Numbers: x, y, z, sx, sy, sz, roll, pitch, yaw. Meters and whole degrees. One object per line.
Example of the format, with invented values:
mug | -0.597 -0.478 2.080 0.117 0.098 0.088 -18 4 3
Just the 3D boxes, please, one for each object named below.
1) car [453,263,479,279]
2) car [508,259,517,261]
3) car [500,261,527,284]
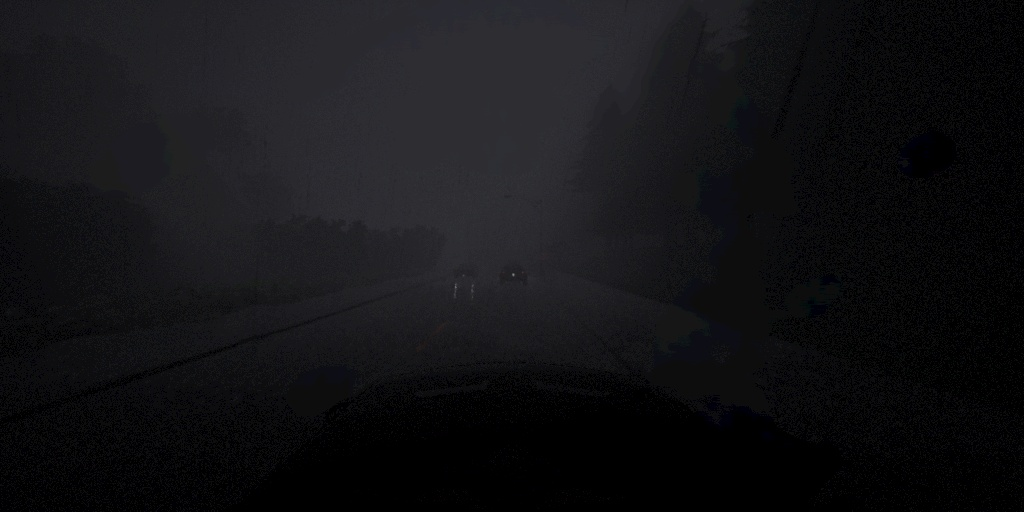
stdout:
car | -4.089 1.339 32.618 1.895 1.301 4.718 0 0 0
car | 0.098 1.236 50.643 1.837 1.490 4.892 0 0 0
car | 0.099 1.304 27.292 1.994 1.385 4.181 0 0 0
